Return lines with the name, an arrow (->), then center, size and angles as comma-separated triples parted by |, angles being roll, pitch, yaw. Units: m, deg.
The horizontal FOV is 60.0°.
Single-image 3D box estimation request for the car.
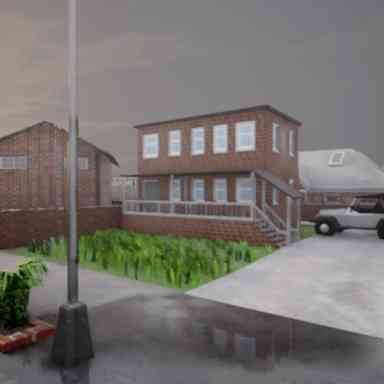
car -> 7.015, 0.969, 13.649 | 3.866, 1.878, 1.905 | 0, 0, 36
